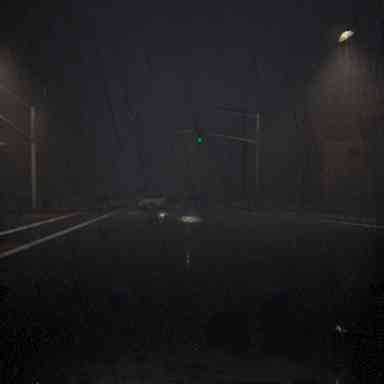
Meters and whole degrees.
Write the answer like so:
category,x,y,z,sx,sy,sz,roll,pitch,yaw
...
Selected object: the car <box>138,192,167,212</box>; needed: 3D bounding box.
category,x,y,z,sx,sy,sz,roll,pitch,yaw
car,-3.010,0.724,26.123,1.812,1.442,4.674,0,3,1
